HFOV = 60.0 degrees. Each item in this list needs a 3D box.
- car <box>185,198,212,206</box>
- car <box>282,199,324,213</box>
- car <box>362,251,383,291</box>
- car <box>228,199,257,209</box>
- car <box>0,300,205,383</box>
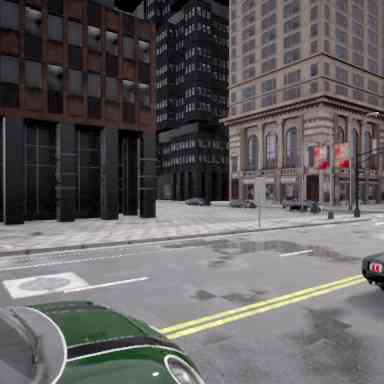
[{"bbox_3d":[0.957,1.651,54.788,2.033,1.411,5.357,0,0,-36],"label":"car"},{"bbox_3d":[12.687,1.572,38.192,2.128,1.511,4.902,0,0,-35],"label":"car"},{"bbox_3d":[6.032,1.616,7.744,4.718,1.301,1.895,0,0,-35],"label":"car"},{"bbox_3d":[7.020,1.655,46.194,1.994,1.385,4.181,0,0,-36],"label":"car"},{"bbox_3d":[-2.026,1.351,1.993,4.553,1.767,2.097,0,0,-35],"label":"car"}]
